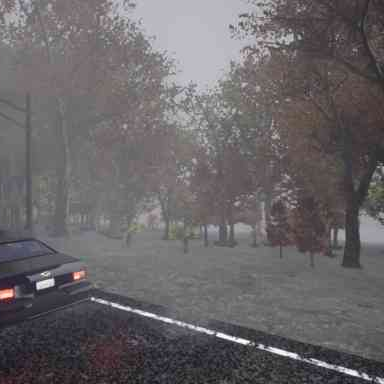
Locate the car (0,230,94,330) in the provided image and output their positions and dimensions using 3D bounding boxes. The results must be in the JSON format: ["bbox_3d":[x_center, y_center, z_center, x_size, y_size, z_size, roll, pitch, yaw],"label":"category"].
[{"bbox_3d":[-4.181,1.506,6.621,5.357,1.411,2.033,-2,1,39],"label":"car"}]
